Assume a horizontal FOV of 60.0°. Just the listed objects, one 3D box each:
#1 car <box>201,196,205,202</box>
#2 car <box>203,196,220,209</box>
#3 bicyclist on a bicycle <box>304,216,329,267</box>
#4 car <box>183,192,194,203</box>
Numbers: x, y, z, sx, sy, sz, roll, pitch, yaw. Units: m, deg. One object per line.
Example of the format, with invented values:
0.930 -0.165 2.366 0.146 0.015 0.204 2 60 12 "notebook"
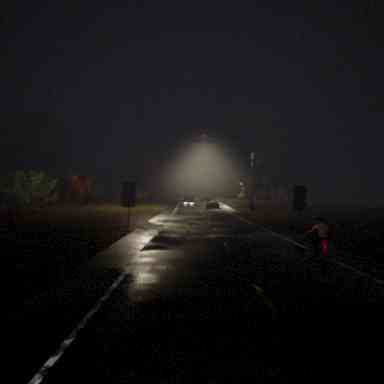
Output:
2.815 1.421 70.079 1.895 1.301 4.718 1 1 -1 "car"
3.084 1.826 50.369 1.994 1.385 4.181 1 1 -1 "car"
4.288 1.624 11.279 0.866 1.612 1.509 1 0 0 "bicyclist on a bicycle"
-0.662 1.371 67.205 1.994 1.385 4.181 1 1 0 "car"
